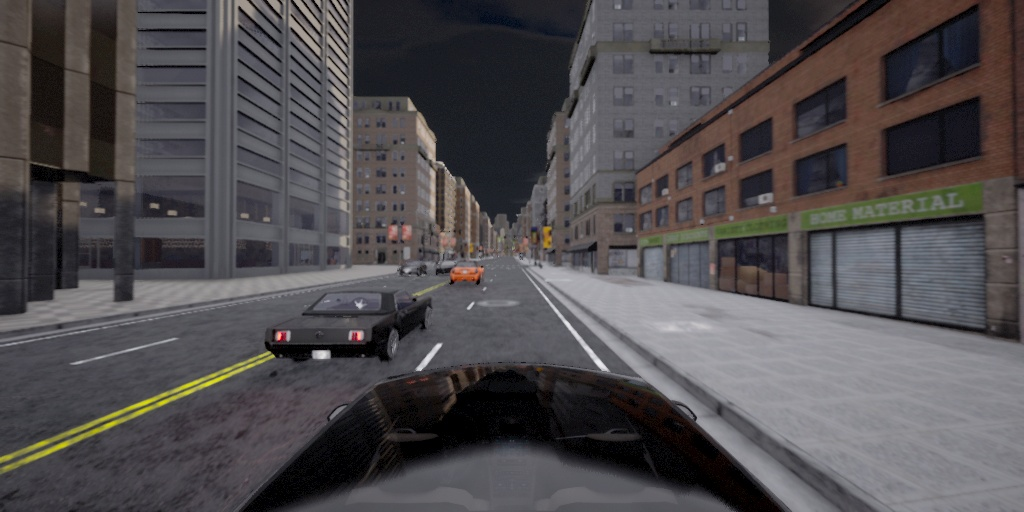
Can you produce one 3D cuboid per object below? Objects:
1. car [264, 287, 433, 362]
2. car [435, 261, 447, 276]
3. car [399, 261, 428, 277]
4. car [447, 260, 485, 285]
[{"bbox_3d":[-3.157,1.350,8.170,1.895,1.301,4.718,0,0,0],"label":"car"},{"bbox_3d":[-6.570,1.200,37.048,1.882,1.535,5.008,0,0,0],"label":"car"},{"bbox_3d":[-9.827,1.220,36.065,2.128,1.511,4.902,0,0,0],"label":"car"},{"bbox_3d":[-3.187,1.084,26.384,2.097,1.767,4.553,0,0,0],"label":"car"}]
